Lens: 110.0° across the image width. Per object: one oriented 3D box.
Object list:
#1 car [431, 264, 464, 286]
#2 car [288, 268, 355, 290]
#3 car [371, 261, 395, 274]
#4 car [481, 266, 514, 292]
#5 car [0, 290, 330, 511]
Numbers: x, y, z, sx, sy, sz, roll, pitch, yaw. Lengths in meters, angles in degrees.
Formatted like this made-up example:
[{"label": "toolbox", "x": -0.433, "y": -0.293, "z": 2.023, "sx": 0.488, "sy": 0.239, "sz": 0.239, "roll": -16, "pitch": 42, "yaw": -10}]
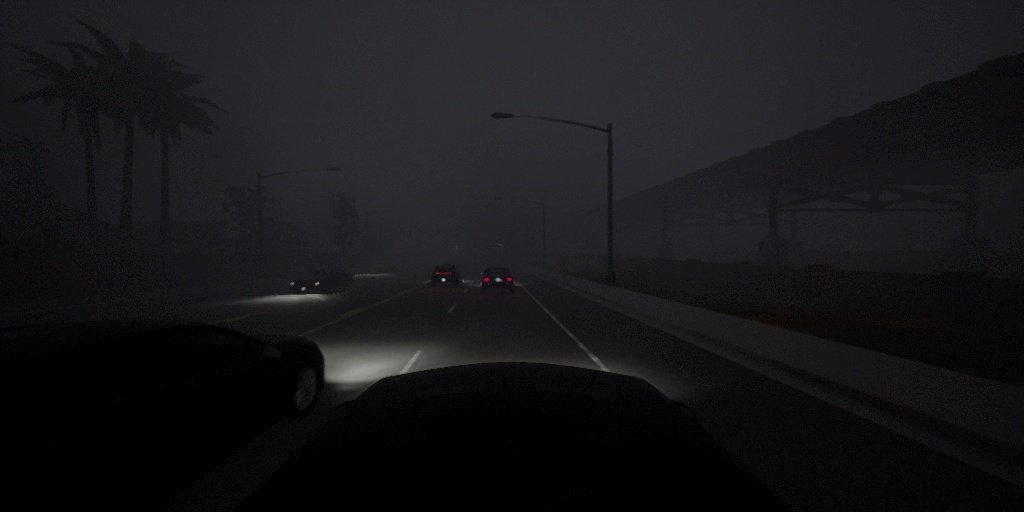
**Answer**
[{"label": "car", "x": -4.634, "y": 1.320, "z": 25.921, "sx": 1.837, "sy": 1.490, "sz": 4.892, "roll": -1, "pitch": 0, "yaw": -3}, {"label": "car", "x": -11.651, "y": 1.436, "z": 22.428, "sx": 2.033, "sy": 1.411, "sz": 5.357, "roll": -1, "pitch": 0, "yaw": -3}, {"label": "car", "x": -16.437, "y": 1.396, "z": 45.933, "sx": 1.882, "sy": 1.535, "sz": 5.008, "roll": -1, "pitch": 0, "yaw": -3}, {"label": "car", "x": -0.896, "y": 1.320, "z": 21.737, "sx": 2.033, "sy": 1.411, "sz": 5.357, "roll": -1, "pitch": 0, "yaw": -3}, {"label": "car", "x": -3.450, "y": 1.287, "z": 3.014, "sx": 1.837, "sy": 1.490, "sz": 4.892, "roll": 0, "pitch": 0, "yaw": -2}]
